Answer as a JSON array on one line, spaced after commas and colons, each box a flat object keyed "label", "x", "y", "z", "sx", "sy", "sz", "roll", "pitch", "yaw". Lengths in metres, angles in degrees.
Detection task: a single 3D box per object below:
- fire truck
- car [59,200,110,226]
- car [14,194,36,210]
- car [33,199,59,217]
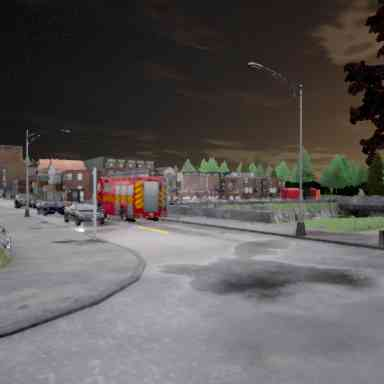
[{"label": "fire truck", "x": -5.270, "y": 0.342, "z": 27.311, "sx": 2.891, "sy": 3.827, "sz": 8.468, "roll": 0, "pitch": 0, "yaw": -35}, {"label": "car", "x": -7.794, "y": 1.526, "z": 23.785, "sx": 1.812, "sy": 1.442, "sz": 4.674, "roll": 0, "pitch": 0, "yaw": -35}, {"label": "car", "x": -22.396, "y": 1.224, "z": 44.680, "sx": 2.150, "sy": 2.045, "sz": 5.566, "roll": 0, "pitch": 0, "yaw": -35}, {"label": "car", "x": -13.492, "y": 1.601, "z": 31.875, "sx": 1.895, "sy": 1.301, "sz": 4.718, "roll": 0, "pitch": 0, "yaw": -35}]
